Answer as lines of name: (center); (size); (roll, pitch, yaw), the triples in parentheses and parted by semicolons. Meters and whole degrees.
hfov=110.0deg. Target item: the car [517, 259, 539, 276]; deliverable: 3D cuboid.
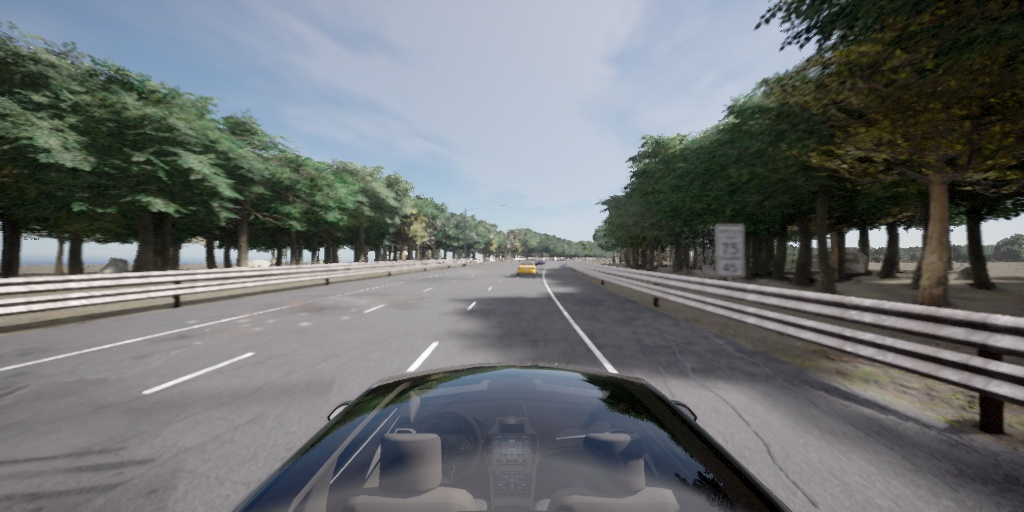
car: (1.539, 1.160, 36.406); (1.801, 1.575, 5.366); (0, 0, 5)
